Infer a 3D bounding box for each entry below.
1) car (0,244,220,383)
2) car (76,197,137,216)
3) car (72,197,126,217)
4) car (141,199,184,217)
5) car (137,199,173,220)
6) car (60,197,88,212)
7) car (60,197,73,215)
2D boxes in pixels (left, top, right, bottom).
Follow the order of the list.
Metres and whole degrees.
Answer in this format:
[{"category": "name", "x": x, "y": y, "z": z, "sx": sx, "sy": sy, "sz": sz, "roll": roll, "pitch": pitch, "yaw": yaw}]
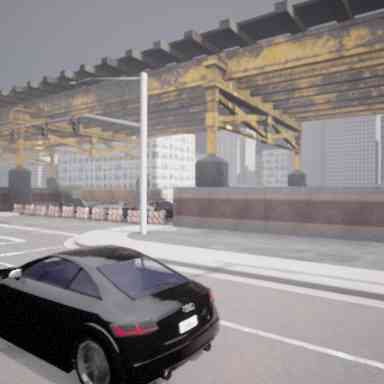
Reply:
[{"category": "car", "x": -1.671, "y": 1.538, "z": 5.162, "sx": 4.181, "sy": 1.385, "sz": 1.994, "roll": 0, "pitch": 0, "yaw": 36}, {"category": "car", "x": -7.209, "y": 1.159, "z": 28.633, "sx": 4.536, "sy": 1.218, "sz": 1.853, "roll": 0, "pitch": 0, "yaw": -1}, {"category": "car", "x": -7.262, "y": 1.317, "z": 28.632, "sx": 4.974, "sy": 1.542, "sz": 2.038, "roll": 0, "pitch": 0, "yaw": -1}, {"category": "car", "x": -2.456, "y": 1.191, "z": 26.205, "sx": 1.853, "sy": 1.218, "sz": 4.536, "roll": 0, "pitch": 0, "yaw": -26}, {"category": "car", "x": -2.434, "y": 1.349, "z": 26.159, "sx": 2.038, "sy": 1.542, "sz": 4.974, "roll": 0, "pitch": 0, "yaw": -26}, {"category": "car", "x": -11.029, "y": 1.131, "z": 31.349, "sx": 1.853, "sy": 1.218, "sz": 4.536, "roll": 0, "pitch": 0, "yaw": -11}, {"category": "car", "x": -11.019, "y": 1.288, "z": 31.299, "sx": 2.038, "sy": 1.542, "sz": 4.974, "roll": 0, "pitch": 0, "yaw": -11}]
